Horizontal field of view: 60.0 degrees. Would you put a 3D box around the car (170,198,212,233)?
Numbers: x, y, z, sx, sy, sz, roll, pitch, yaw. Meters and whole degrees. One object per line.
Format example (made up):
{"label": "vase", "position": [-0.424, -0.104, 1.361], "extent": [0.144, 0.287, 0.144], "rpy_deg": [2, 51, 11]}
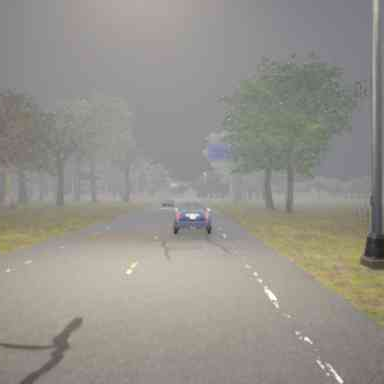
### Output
{"label": "car", "position": [0.037, 1.379, 19.864], "extent": [2.097, 1.767, 4.553], "rpy_deg": [0, 0, 0]}

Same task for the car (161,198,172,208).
{"label": "car", "position": [-3.624, 1.658, 51.479], "extent": [2.033, 1.411, 5.357], "rpy_deg": [0, 0, 0]}

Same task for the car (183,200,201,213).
{"label": "car", "position": [-0.002, 1.634, 39.255], "extent": [1.994, 1.385, 4.181], "rpy_deg": [0, 0, 0]}
